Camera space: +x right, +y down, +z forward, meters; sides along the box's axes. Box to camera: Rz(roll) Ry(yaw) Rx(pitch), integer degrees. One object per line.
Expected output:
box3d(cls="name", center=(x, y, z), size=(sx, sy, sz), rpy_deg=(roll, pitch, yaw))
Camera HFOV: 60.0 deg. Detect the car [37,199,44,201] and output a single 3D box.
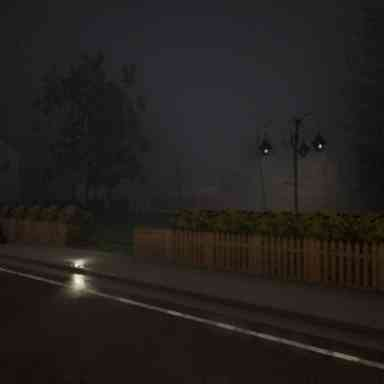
box3d(cls="car", center=(-17.766, 1.728, 41.432), size=(2.097, 1.767, 4.553), rpy_deg=(-1, 0, 35))
